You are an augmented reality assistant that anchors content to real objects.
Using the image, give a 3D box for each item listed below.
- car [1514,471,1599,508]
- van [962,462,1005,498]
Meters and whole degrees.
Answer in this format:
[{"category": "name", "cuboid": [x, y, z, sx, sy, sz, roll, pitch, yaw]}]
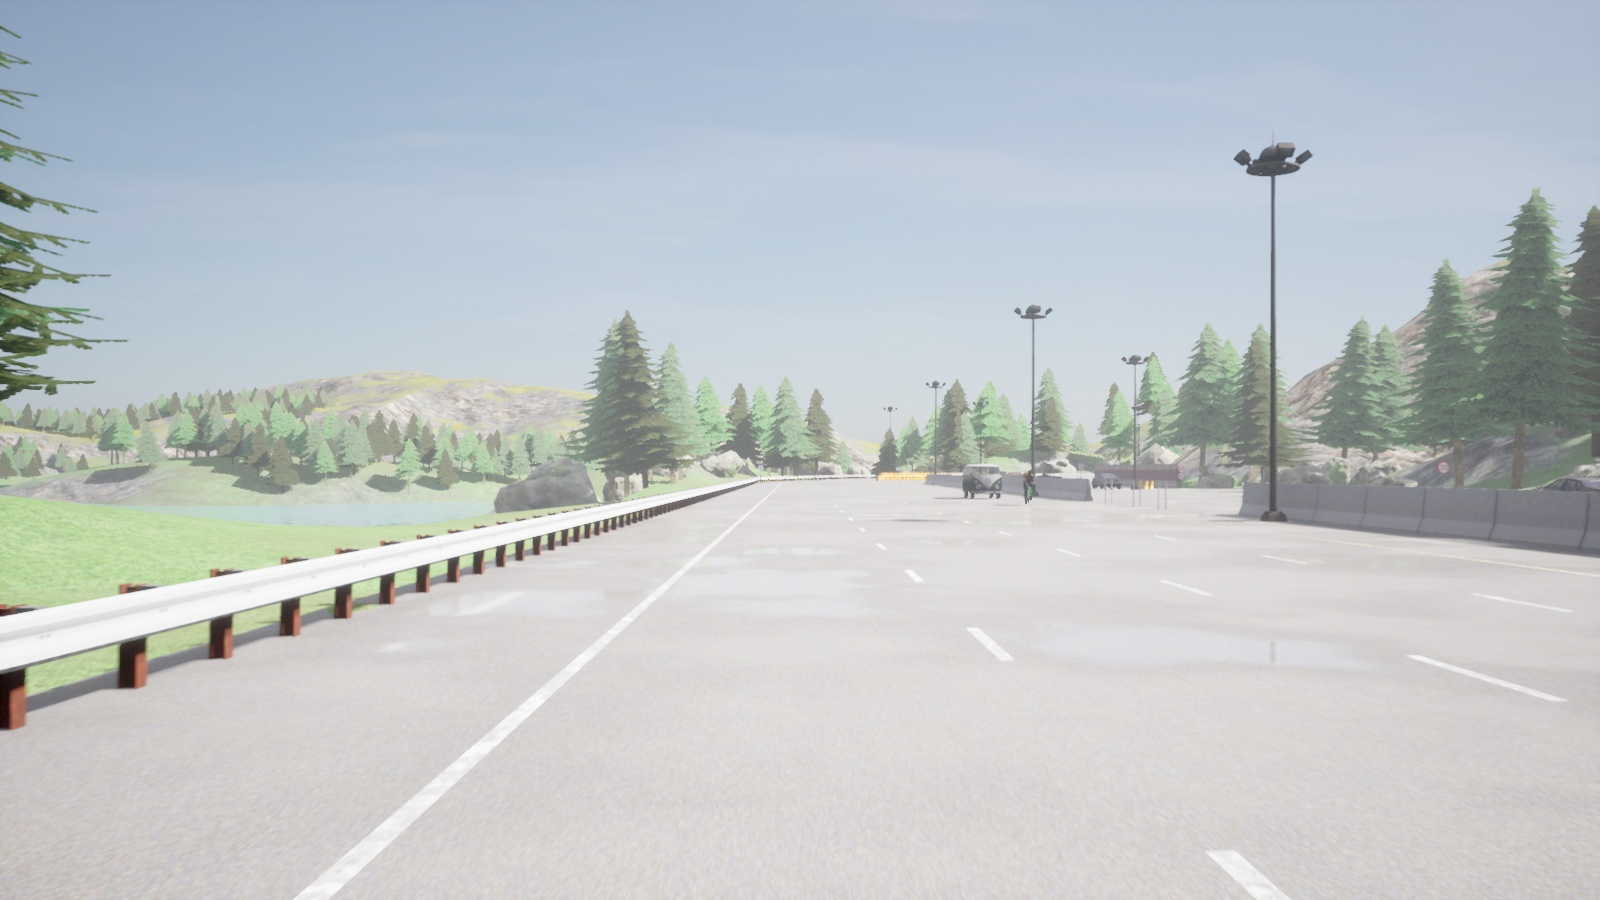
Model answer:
[{"category": "car", "cuboid": [31.381, 1.557, 50.673, 2.033, 1.411, 5.357, 0, -1, -1]}, {"category": "van", "cuboid": [10.330, 1.672, 71.079, 1.775, 1.987, 4.442, 0, 0, 0]}]
